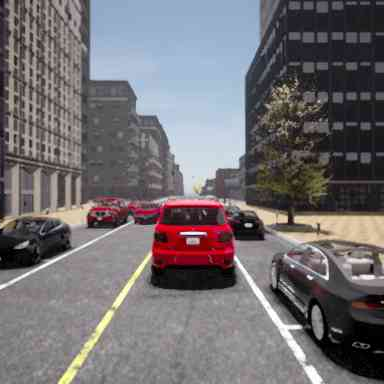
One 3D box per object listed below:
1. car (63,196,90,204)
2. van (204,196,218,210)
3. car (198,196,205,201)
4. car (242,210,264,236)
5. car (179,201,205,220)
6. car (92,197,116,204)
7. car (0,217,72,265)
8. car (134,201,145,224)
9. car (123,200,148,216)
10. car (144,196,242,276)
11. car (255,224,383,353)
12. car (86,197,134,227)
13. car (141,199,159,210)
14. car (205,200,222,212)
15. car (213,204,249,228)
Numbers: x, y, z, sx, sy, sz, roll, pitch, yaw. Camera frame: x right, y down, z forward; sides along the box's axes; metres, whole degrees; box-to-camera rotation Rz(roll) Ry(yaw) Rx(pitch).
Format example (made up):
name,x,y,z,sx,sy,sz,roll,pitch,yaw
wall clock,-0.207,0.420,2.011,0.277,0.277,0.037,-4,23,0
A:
name,x,y,z,sx,sy,sz,roll,pitch,yaw
car,-23.137,1.589,66.702,4.829,1.417,1.752,0,-1,0
van,2.539,1.423,45.974,1.690,1.788,3.998,0,0,0
car,2.448,1.734,90.930,1.752,1.417,4.829,0,0,0
car,2.616,1.592,17.528,1.947,1.339,4.313,0,0,0
car,0.008,1.595,29.550,2.033,1.411,5.357,0,0,0
car,-17.645,1.656,66.730,4.206,1.307,1.802,0,-1,0
car,-5.716,1.582,11.842,1.947,1.339,4.313,0,0,0
car,-3.167,1.516,25.166,1.882,1.535,5.008,0,0,0
car,-5.778,1.602,34.599,1.887,1.381,4.507,0,0,0
car,0.039,1.239,10.536,2.150,2.045,5.566,0,0,0
car,2.649,1.559,6.150,2.008,1.369,4.403,0,0,0
car,-5.745,1.350,23.221,2.192,1.841,5.009,0,0,0
car,-5.809,1.648,45.976,1.947,1.339,4.313,0,0,0
car,2.554,1.652,40.284,1.802,1.307,4.206,0,0,0
car,2.601,1.602,23.217,1.947,1.339,4.313,0,0,0
